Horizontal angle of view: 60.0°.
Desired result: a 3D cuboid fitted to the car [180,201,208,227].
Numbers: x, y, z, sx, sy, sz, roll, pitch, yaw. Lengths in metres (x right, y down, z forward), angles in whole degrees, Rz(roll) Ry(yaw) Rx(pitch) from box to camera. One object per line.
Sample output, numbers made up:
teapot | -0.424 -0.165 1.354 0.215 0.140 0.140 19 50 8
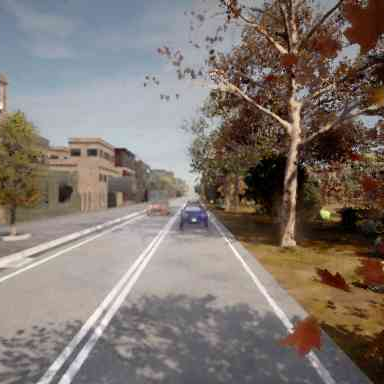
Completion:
car | 0.133 1.578 22.933 1.812 1.442 4.674 0 0 0

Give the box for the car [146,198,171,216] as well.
car | -3.283 1.452 33.281 2.097 1.767 4.553 0 0 0

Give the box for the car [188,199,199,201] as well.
car | 0.184 1.628 41.717 2.128 1.511 4.902 0 0 0
